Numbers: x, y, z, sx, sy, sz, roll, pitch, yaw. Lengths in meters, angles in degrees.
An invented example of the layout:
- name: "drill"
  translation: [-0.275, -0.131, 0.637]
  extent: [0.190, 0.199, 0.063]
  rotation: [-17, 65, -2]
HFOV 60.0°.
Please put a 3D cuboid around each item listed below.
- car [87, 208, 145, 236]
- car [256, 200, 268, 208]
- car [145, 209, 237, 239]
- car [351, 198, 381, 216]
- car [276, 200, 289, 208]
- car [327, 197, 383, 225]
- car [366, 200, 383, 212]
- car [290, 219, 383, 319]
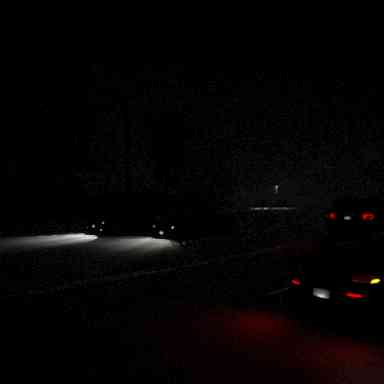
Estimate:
- name: "car"
  translation: [-3.843, 1.656, 19.183]
  extent: [1.994, 1.385, 4.181]
  rotation: [0, -1, 45]
- name: "car"
  translation: [12.175, 2.071, 58.382]
  extent: [2.033, 1.411, 5.357]
  rotation: [-1, -1, 10]
- name: "car"
  translation: [0.316, 1.636, 18.296]
  extent: [2.033, 1.411, 5.357]
  rotation: [0, -1, 43]
- name: "car"
  translation: [18.197, 1.530, 35.018]
  extent: [2.097, 1.767, 4.553]
  rotation: [-1, -1, 19]
- name: "car"
  translation: [15.628, 2.023, 57.810]
  extent: [2.033, 1.411, 5.357]
  rotation: [-1, -1, 10]
- name: "car"
  translation: [8.731, 1.288, 17.183]
  extent: [2.150, 2.045, 5.566]
  rotation: [0, 0, 39]
- name: "car"
  translation: [23.509, 1.719, 41.782]
  extent: [1.812, 1.442, 4.674]
  rotation: [-1, -1, 12]
- name: "car"
  translation: [3.907, 1.546, 7.120]
  extent: [4.674, 1.442, 1.812]
  rotation: [0, 0, -41]
